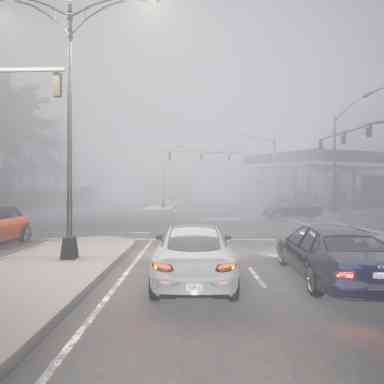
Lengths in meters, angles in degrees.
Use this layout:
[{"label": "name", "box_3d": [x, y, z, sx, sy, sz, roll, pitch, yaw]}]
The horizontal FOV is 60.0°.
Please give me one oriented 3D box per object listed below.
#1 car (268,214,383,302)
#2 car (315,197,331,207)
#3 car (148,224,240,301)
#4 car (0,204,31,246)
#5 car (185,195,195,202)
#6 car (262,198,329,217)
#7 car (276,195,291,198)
[{"label": "car", "box_3d": [3.518, 1.545, 8.483, 2.033, 1.411, 5.357, 0, 0, 3]}, {"label": "car", "box_3d": [18.669, 1.433, 48.595, 1.970, 1.475, 3.806, 0, 0, 0]}, {"label": "car", "box_3d": [0.039, 1.516, 8.178, 1.812, 1.442, 4.674, 0, 0, 0]}, {"label": "car", "box_3d": [-8.147, 1.319, 12.711, 2.097, 1.767, 4.553, 0, 0, 1]}, {"label": "car", "box_3d": [-0.428, 1.428, 72.796, 1.812, 1.442, 4.674, 0, 0, 0]}, {"label": "car", "box_3d": [8.252, 1.476, 27.535, 4.902, 1.511, 2.128, 0, 0, -1]}, {"label": "car", "box_3d": [12.929, 1.261, 47.798, 2.242, 1.667, 4.611, 0, 0, 0]}]
